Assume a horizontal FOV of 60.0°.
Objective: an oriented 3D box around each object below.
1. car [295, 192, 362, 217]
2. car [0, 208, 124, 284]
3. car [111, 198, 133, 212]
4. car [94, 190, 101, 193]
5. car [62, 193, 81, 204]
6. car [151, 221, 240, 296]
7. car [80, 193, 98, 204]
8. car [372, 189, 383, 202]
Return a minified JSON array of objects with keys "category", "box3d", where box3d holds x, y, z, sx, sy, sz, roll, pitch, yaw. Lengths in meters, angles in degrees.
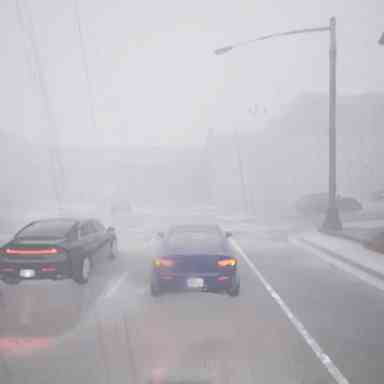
[{"category":"car","box3d":[10.175,0.785,24.945,4.553,1.767,2.097,-5,1,-1]},{"category":"car","box3d":[-3.417,1.429,9.338,1.837,1.490,4.892,0,0,0]},{"category":"car","box3d":[-7.130,1.291,34.047,1.994,1.385,4.181,0,0,-7]},{"category":"car","box3d":[-18.759,0.688,67.051,2.150,2.045,5.566,0,0,-1]},{"category":"car","box3d":[-18.436,0.939,51.437,2.097,1.767,4.553,0,1,-1]},{"category":"car","box3d":[0.075,1.458,8.331,1.812,1.442,4.674,0,0,0]},{"category":"car","box3d":[-14.920,1.196,50.545,1.895,1.301,4.718,0,0,-1]},{"category":"car","box3d":[17.903,-0.142,28.539,4.674,1.442,1.812,-10,1,0]}]
